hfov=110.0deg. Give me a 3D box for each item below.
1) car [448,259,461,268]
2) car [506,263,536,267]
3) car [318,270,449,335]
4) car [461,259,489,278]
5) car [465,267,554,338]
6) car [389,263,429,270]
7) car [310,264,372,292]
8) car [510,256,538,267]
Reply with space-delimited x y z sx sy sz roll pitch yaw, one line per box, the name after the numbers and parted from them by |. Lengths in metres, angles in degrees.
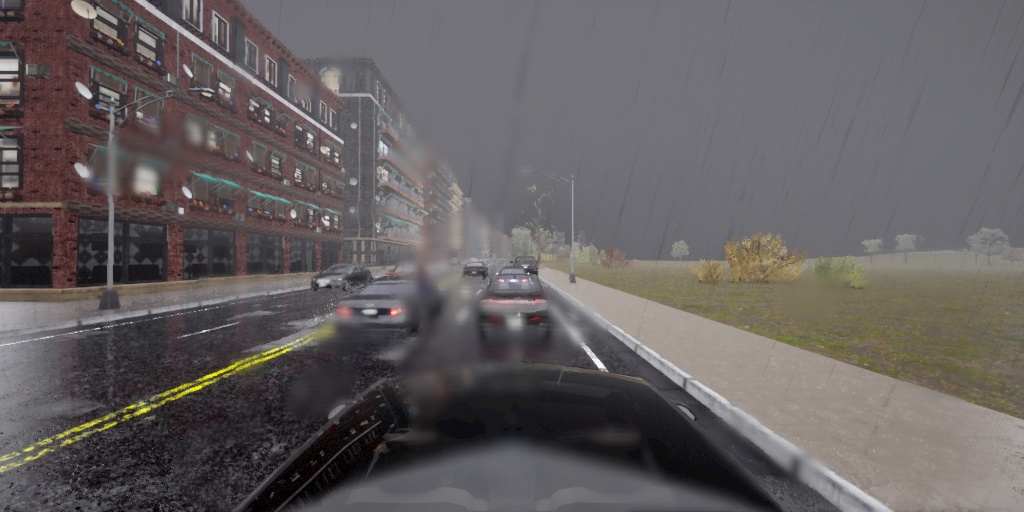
-9.994 1.255 63.269 1.837 1.490 4.892 0 0 0 | car
0.049 1.300 20.689 2.033 1.411 5.357 0 0 0 | car
-3.175 1.298 10.504 2.033 1.411 5.357 0 0 0 | car
-3.243 1.231 33.073 1.882 1.535 5.008 0 0 0 | car
0.076 1.243 10.249 2.128 1.511 4.902 0 0 0 | car
-6.661 1.230 23.048 1.882 1.535 5.008 0 0 0 | car
-9.908 1.244 21.201 2.128 1.511 4.902 0 0 0 | car
1.052 0.978 30.902 2.150 2.045 5.566 0 0 0 | car
